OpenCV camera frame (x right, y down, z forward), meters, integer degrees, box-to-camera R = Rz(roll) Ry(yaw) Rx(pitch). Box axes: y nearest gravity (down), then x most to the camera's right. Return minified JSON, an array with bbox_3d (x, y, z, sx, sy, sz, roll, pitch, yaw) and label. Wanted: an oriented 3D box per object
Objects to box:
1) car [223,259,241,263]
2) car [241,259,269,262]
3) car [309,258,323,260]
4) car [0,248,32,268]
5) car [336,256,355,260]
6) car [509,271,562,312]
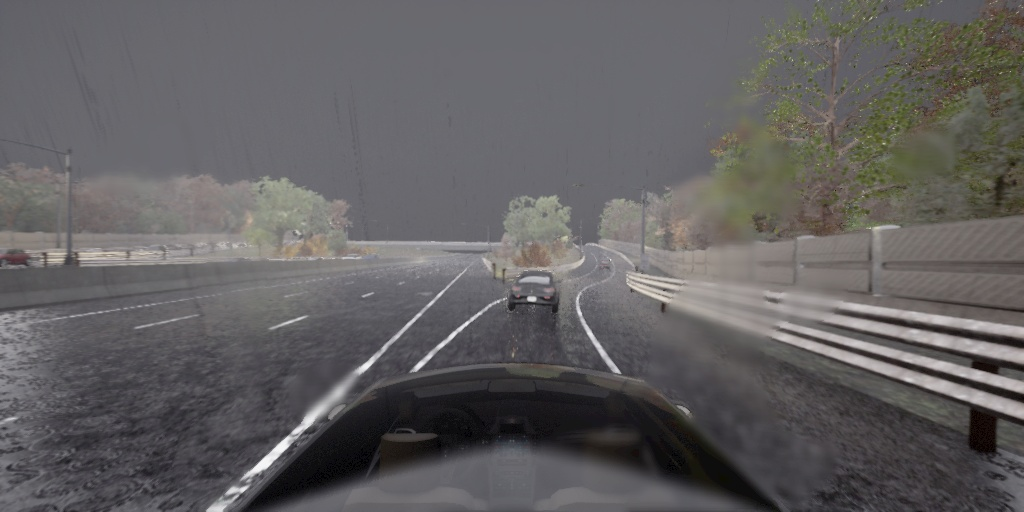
[{"bbox_3d":[-28.178,1.022,36.783,2.033,1.411,5.357,1,0,-5],"label":"car"},{"bbox_3d":[-24.627,1.108,36.270,1.895,1.301,4.718,1,0,-5],"label":"car"},{"bbox_3d":[-29.642,0.993,54.029,1.812,1.442,4.674,1,0,-5],"label":"car"},{"bbox_3d":[-44.572,0.091,31.132,2.097,1.767,4.553,0,1,-29],"label":"car"},{"bbox_3d":[-26.178,1.100,54.583,1.895,1.301,4.718,1,0,-5],"label":"car"},{"bbox_3d":[1.030,1.339,14.596,1.812,1.442,4.674,2,-1,9],"label":"car"}]
